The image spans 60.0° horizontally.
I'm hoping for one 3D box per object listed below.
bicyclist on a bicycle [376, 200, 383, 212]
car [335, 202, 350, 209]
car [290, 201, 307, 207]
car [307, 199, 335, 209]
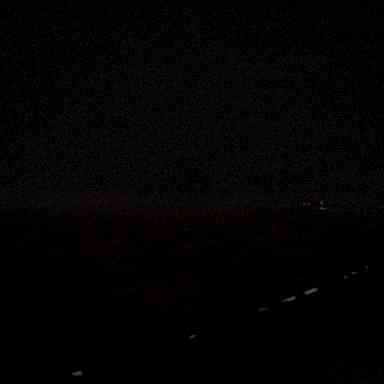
[{"bbox_3d":[27.467,2.022,48.710,0.659,1.776,1.843,2,-1,3],"label":"bicyclist on a bicycle"},{"bbox_3d":[26.370,2.402,60.164,1.895,1.301,4.718,2,-1,-8],"label":"car"},{"bbox_3d":[23.504,2.572,72.784,1.895,1.301,4.718,2,-1,-20],"label":"car"},{"bbox_3d":[23.187,2.050,59.974,2.097,1.767,4.553,2,-1,-7],"label":"car"}]
